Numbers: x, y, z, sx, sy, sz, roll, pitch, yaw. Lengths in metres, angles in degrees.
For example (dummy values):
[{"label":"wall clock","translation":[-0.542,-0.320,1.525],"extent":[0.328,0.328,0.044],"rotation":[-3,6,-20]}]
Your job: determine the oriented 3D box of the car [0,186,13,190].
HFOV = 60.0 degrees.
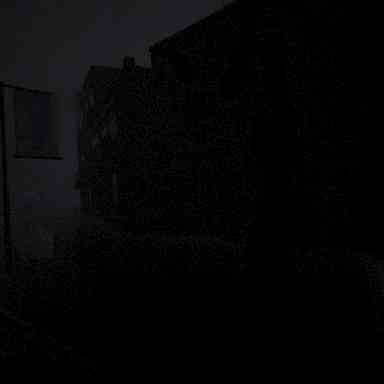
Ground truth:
[{"label":"car","translation":[-46.773,-0.706,80.734],"extent":[2.231,1.521,4.892],"rotation":[-4,-3,6]}]
